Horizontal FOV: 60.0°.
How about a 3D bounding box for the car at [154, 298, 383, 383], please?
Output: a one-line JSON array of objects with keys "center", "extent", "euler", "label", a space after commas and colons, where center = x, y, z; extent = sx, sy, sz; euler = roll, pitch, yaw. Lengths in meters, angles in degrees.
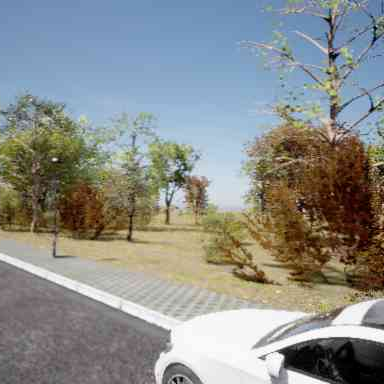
[{"center": [1.651, 1.687, 2.789], "extent": [4.674, 1.442, 1.812], "euler": [-1, -3, 45], "label": "car"}]
